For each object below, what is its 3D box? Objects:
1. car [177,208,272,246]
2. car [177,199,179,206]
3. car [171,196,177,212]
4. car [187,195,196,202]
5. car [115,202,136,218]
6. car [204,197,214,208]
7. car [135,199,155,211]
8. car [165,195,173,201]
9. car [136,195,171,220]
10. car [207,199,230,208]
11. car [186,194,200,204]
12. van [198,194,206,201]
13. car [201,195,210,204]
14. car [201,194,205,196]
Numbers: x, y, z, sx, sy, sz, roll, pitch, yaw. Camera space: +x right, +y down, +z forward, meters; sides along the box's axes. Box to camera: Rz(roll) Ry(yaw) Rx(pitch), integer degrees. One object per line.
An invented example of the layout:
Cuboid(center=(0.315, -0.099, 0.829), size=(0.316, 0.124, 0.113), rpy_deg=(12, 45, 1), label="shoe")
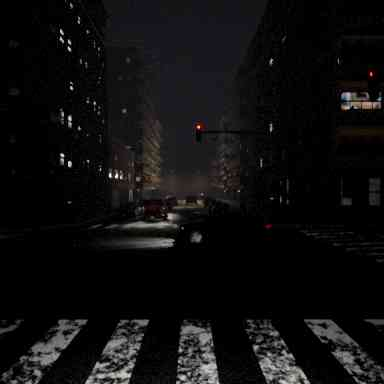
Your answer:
Cuboid(center=(1.417, 1.568, 14.853), size=(4.181, 1.385, 1.994), rpy_deg=(0, 0, -1), label="car")
Cuboid(center=(-3.165, 1.536, 51.727), size=(1.812, 1.442, 4.674), rpy_deg=(0, 0, 0), label="car")
Cuboid(center=(-3.162, 1.494, 38.262), size=(2.128, 1.511, 4.902), rpy_deg=(0, 0, 0), label="car")
Cuboid(center=(-0.115, 1.407, 69.840), size=(1.994, 1.385, 4.181), rpy_deg=(0, 0, 0), label="car")
Cuboid(center=(-5.747, 1.567, 30.381), size=(1.947, 1.339, 4.313), rpy_deg=(0, 0, 0), label="car")
Cuboid(center=(2.625, 1.569, 35.907), size=(1.947, 1.339, 4.313), rpy_deg=(0, 0, 0), label="car")
Cuboid(center=(-5.766, 1.571, 41.429), size=(1.947, 1.339, 4.313), rpy_deg=(0, 0, 0), label="car")
Cuboid(center=(-5.839, 1.560, 85.447), size=(1.752, 1.417, 4.829), rpy_deg=(0, 0, 0), label="car")
Cuboid(center=(-3.087, 1.353, 27.630), size=(2.097, 1.767, 4.553), rpy_deg=(0, 0, -2), label="car")
Cuboid(center=(2.634, 1.583, 30.383), size=(1.802, 1.307, 4.206), rpy_deg=(0, 0, 0), label="car")
Cuboid(center=(-0.103, 1.368, 61.437), size=(2.097, 1.767, 4.553), rpy_deg=(0, 0, 0), label="car")
Cuboid(center=(2.540, 1.376, 85.618), size=(1.690, 1.788, 3.998), rpy_deg=(-1, 0, 0), label="van")
Cuboid(center=(2.606, 1.553, 46.954), size=(1.887, 1.381, 4.507), rpy_deg=(0, 0, 0), label="car")
Cuboid(center=(3.048, 1.542, 60.952), size=(1.812, 1.442, 4.674), rpy_deg=(0, 0, 0), label="car")
